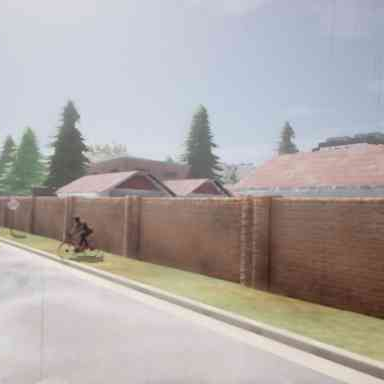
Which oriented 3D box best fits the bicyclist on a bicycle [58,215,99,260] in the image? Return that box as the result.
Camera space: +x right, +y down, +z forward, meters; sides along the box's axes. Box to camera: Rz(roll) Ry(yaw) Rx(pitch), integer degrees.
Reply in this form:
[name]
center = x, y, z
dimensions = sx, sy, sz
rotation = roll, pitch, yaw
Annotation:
[bicyclist on a bicycle]
center = -4.241, 1.720, 12.602
dimensions = 1.656, 1.620, 0.582
rotation = 4, -3, -44
